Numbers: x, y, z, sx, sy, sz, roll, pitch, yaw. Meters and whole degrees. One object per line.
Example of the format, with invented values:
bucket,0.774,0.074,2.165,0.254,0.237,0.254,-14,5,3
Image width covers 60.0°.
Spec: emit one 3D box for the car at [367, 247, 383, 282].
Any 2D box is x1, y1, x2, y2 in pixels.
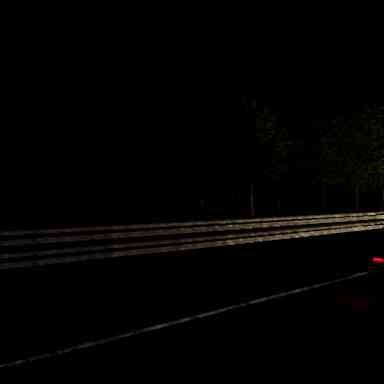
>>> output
car,6.658,1.648,8.584,5.357,1.411,2.033,1,0,-35
